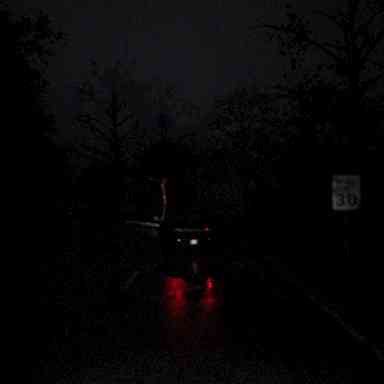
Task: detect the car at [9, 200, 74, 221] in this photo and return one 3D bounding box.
[{"bbox_3d":[-11.714,1.383,25.951,5.008,1.535,1.882,2,-1,12],"label":"car"}]

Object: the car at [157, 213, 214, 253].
[{"bbox_3d":[-0.404,1.642,14.572,2.128,1.511,4.902,0,-1,-11],"label":"car"}]
